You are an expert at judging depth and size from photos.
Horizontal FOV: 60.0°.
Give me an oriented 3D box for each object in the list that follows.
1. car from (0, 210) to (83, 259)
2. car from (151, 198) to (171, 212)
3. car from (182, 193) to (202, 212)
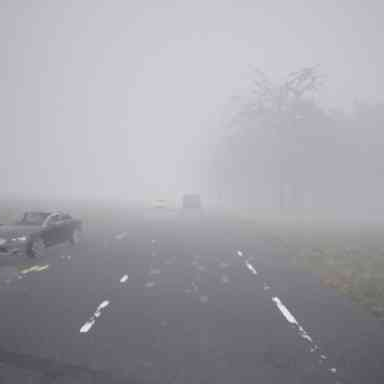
[{"bbox_3d":[-5.884,1.491,12.751,2.128,1.511,4.902,0,0,6],"label":"car"},{"bbox_3d":[-3.534,1.460,38.657,1.882,1.535,5.008,0,0,1],"label":"car"},{"bbox_3d":[-0.009,1.250,40.285,2.150,2.045,5.566,0,0,0],"label":"car"}]
